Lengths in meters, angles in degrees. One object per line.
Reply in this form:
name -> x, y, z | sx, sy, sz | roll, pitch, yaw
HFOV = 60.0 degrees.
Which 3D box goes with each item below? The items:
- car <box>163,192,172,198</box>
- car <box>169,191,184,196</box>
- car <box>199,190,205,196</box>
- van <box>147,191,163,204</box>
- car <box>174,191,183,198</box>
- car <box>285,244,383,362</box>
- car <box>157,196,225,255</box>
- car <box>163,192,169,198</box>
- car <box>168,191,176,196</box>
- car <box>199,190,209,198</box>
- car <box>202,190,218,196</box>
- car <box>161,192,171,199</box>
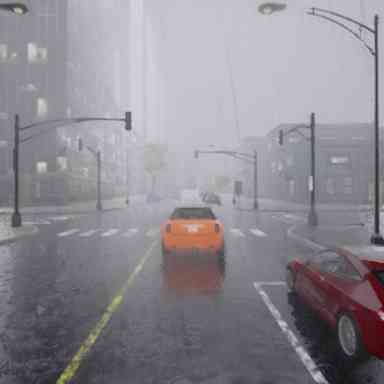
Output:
car -> -5.659, 0.686, 77.449 | 1.947, 1.339, 4.313 | 1, 1, 0
car -> -3.031, 0.664, 60.655 | 2.097, 1.767, 4.553 | 0, 1, 1
car -> 2.720, 0.694, 54.788 | 2.192, 1.841, 5.009 | 1, 1, 0
van -> -5.662, 0.785, 49.078 | 1.690, 1.788, 3.998 | 1, 1, 0
car -> -2.983, 0.615, 76.261 | 1.837, 1.490, 4.892 | 0, 1, 0
car -> 2.827, 1.520, 5.484 | 1.802, 1.307, 4.206 | 1, 1, 0
car -> 0.048, 1.209, 12.713 | 2.097, 1.767, 4.553 | 0, 1, 0
car -> -5.663, 0.842, 60.258 | 1.752, 1.417, 4.829 | 1, 1, 0
car -> -5.655, 0.475, 94.469 | 2.008, 1.369, 4.403 | 1, 1, 0
car -> 2.725, 0.434, 77.483 | 2.192, 1.841, 5.009 | 1, 1, 0
car -> 2.715, 0.948, 43.442 | 1.967, 1.590, 4.097 | 1, 1, 0
car -> -5.661, 0.767, 71.775 | 1.802, 1.307, 4.206 | 1, 1, 0
